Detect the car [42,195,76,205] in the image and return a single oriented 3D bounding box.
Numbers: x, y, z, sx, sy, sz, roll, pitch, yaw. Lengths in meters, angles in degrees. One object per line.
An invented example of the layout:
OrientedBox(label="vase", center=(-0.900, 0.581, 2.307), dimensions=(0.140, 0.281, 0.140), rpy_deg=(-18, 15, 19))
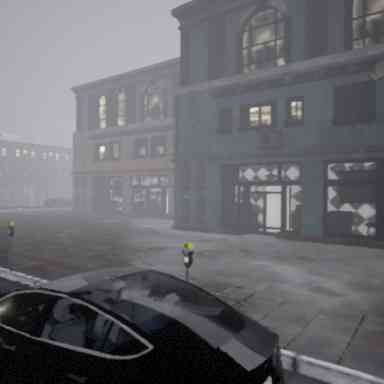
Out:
OrientedBox(label="car", center=(-21.196, 1.273, 53.311), dimensions=(1.752, 1.417, 4.829), rpy_deg=(0, 0, 35))

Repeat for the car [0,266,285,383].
OrientedBox(label="car", center=(-1.160, 1.541, 3.701), dimensions=(4.313, 1.339, 1.947), rpy_deg=(1, 0, 35))

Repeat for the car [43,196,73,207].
OrientedBox(label="car", center=(-17.374, 1.339, 44.083), dimensions=(1.887, 1.381, 4.507), rpy_deg=(0, 0, 35))
